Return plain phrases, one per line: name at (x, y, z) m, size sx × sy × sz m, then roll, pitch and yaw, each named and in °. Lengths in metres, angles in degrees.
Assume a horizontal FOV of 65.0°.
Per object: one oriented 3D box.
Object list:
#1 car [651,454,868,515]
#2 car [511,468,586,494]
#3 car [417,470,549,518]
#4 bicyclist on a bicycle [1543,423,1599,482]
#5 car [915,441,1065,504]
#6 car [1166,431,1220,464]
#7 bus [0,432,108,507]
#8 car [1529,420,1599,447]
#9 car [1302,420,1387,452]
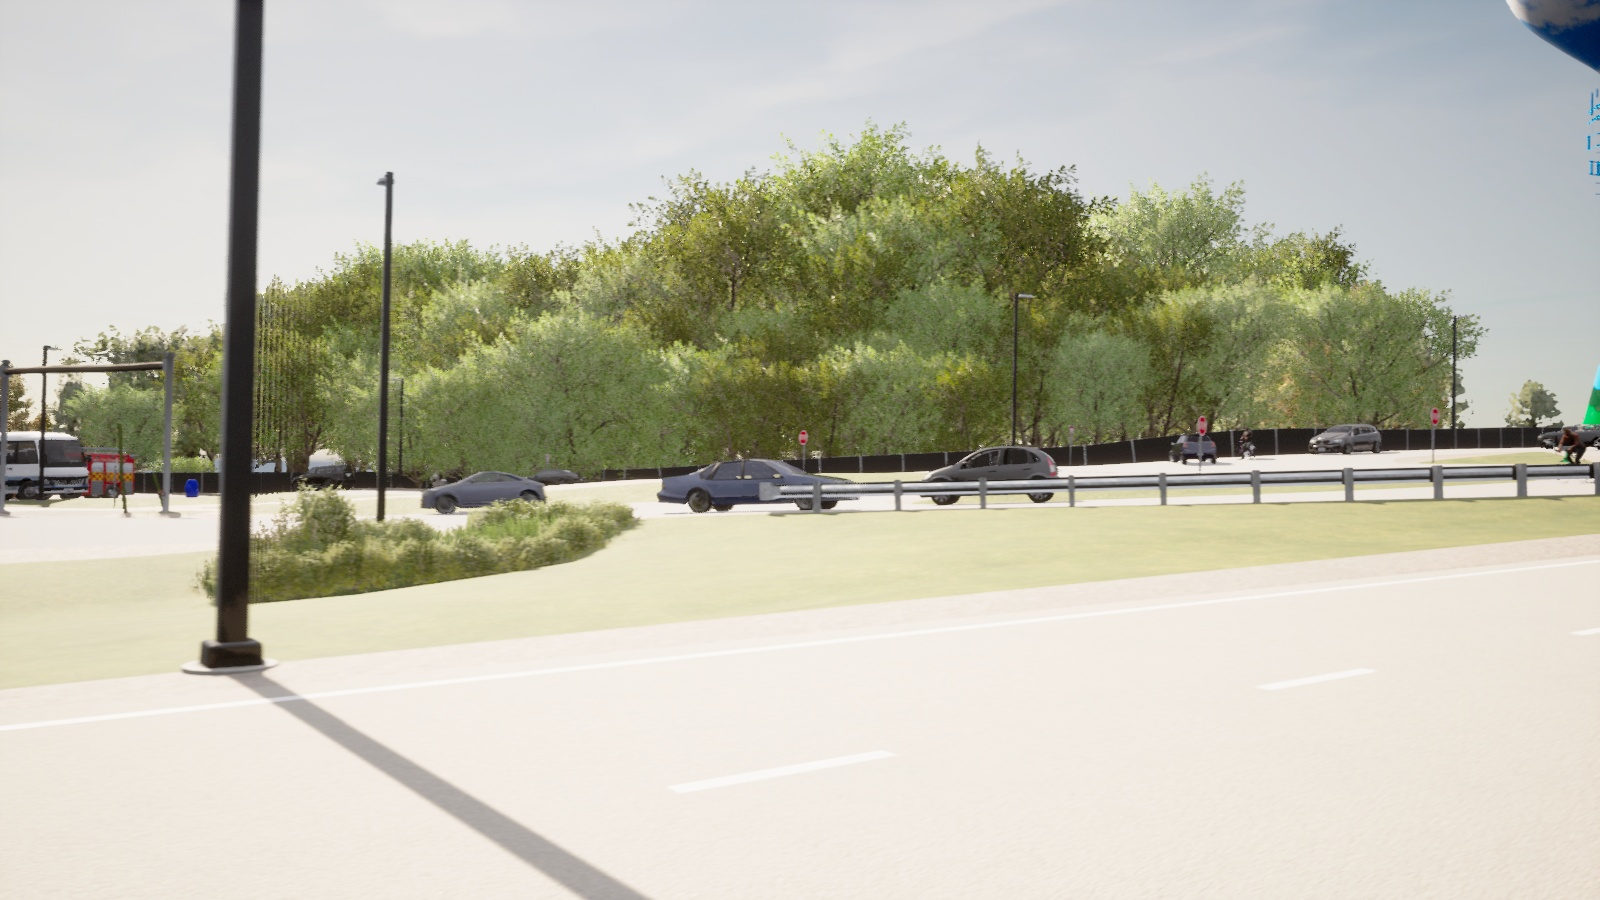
car at (-1.070, 0.939, 33.382) m, size 5.357 × 1.411 × 2.033 m, roll -2°, pitch -2°, yaw 19°
car at (-17.326, 2.125, 86.501) m, size 4.674 × 1.442 × 1.812 m, roll -4°, pitch -1°, yaw 6°
car at (-10.752, 1.473, 42.533) m, size 4.181 × 1.385 × 1.994 m, roll -2°, pitch -1°, yaw -18°
bicyclist on a bicycle at (22.202, 0.067, 36.141) m, size 1.656 × 1.620 × 0.582 m, roll -2°, pitch 0°, yaw -28°
car at (5.400, 0.657, 35.574) m, size 3.988 × 1.617 × 1.851 m, roll -2°, pitch -2°, yaw 14°
car at (19.609, -0.135, 62.791) m, size 1.845 × 1.501 × 3.633 m, roll -2°, pitch 1°, yaw 6°
bus at (-47.671, 1.256, 76.301) m, size 10.273 × 4.253 × 3.944 m, roll -2°, pitch -1°, yaw 19°
car at (45.227, -0.968, 72.619) m, size 2.128 × 1.511 × 4.902 m, roll 0°, pitch 1°, yaw -30°
car at (30.478, -0.794, 70.259) m, size 4.611 × 1.667 × 2.242 m, roll -2°, pitch 1°, yaw -35°
